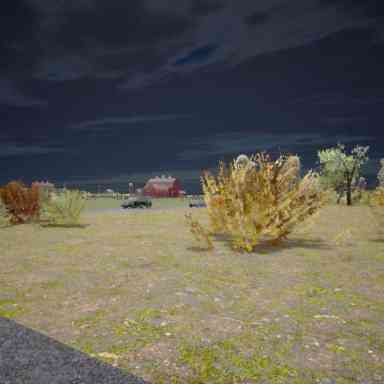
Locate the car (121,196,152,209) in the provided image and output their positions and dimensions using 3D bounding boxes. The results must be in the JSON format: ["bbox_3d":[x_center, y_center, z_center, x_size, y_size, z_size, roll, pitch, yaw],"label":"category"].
[{"bbox_3d":[-8.869,1.702,53.663,2.150,2.045,5.566,-1,-1,36],"label":"car"}]

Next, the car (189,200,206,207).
[{"bbox_3d":[1.316,2.119,61.541,1.994,1.385,4.181,-1,-1,36],"label":"car"}]
